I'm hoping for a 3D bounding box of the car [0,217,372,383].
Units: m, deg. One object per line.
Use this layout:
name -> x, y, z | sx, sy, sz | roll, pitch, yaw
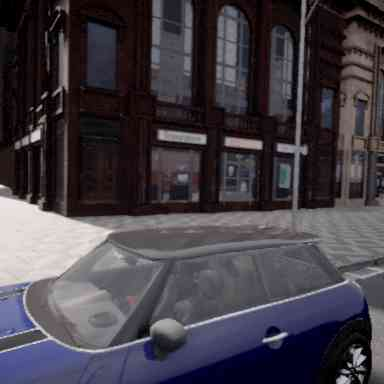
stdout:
car -> -0.321, 1.179, 3.225 | 4.553, 1.767, 2.097 | 0, 3, -33
